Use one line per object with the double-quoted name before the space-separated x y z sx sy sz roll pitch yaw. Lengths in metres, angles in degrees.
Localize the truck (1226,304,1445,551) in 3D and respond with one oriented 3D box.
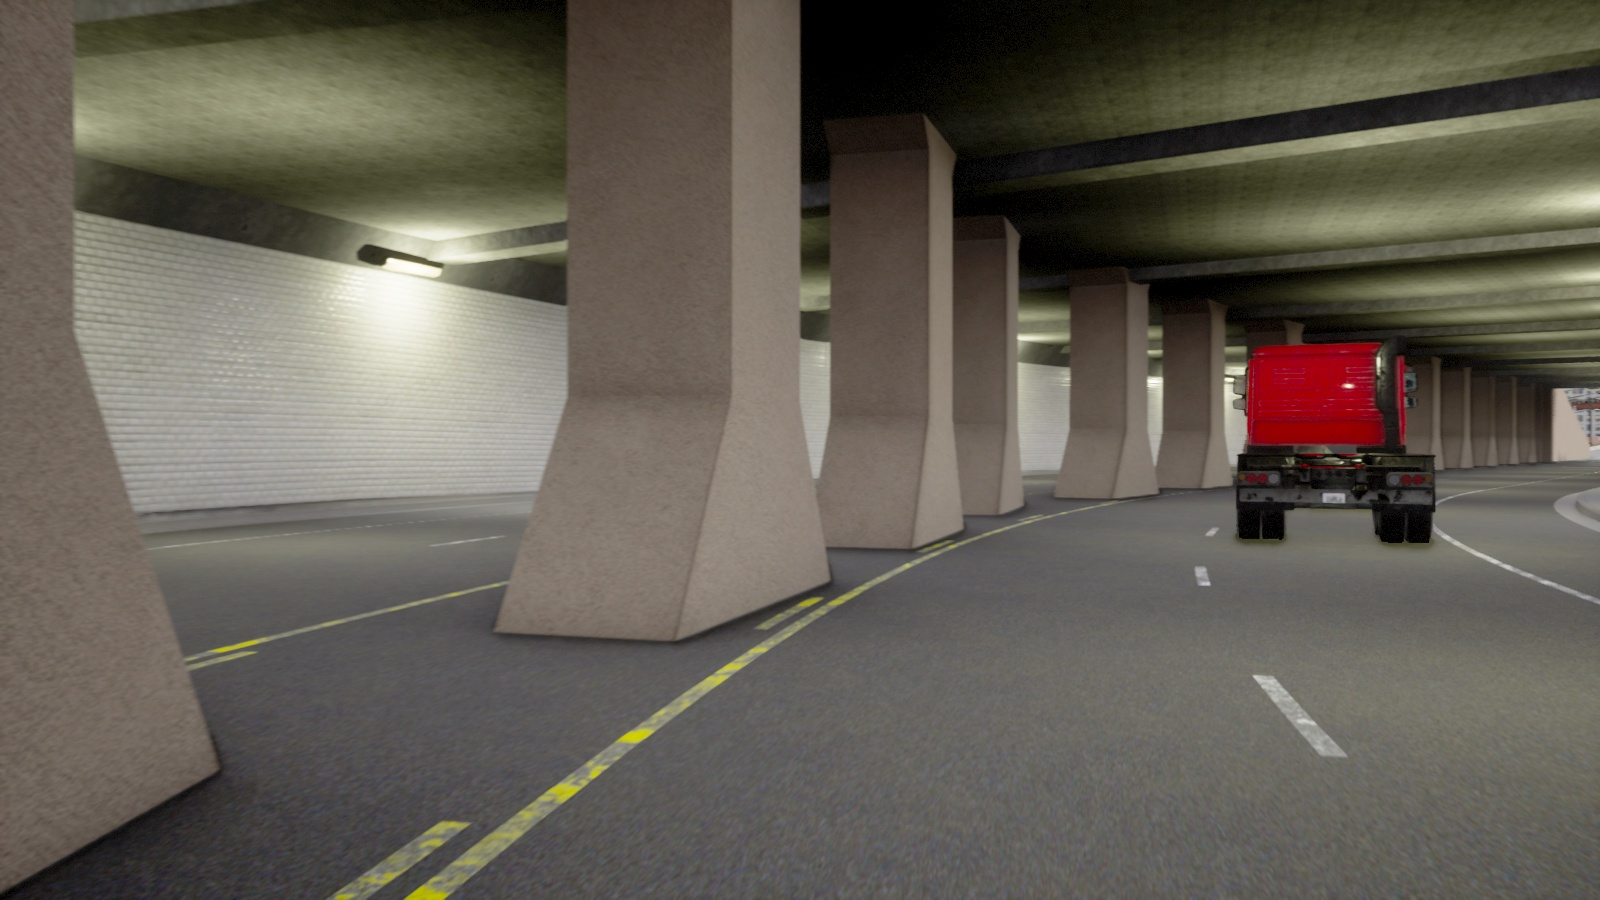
"truck" 9.136 -0.339 21.846 2.891 3.462 7.936 0 0 21
